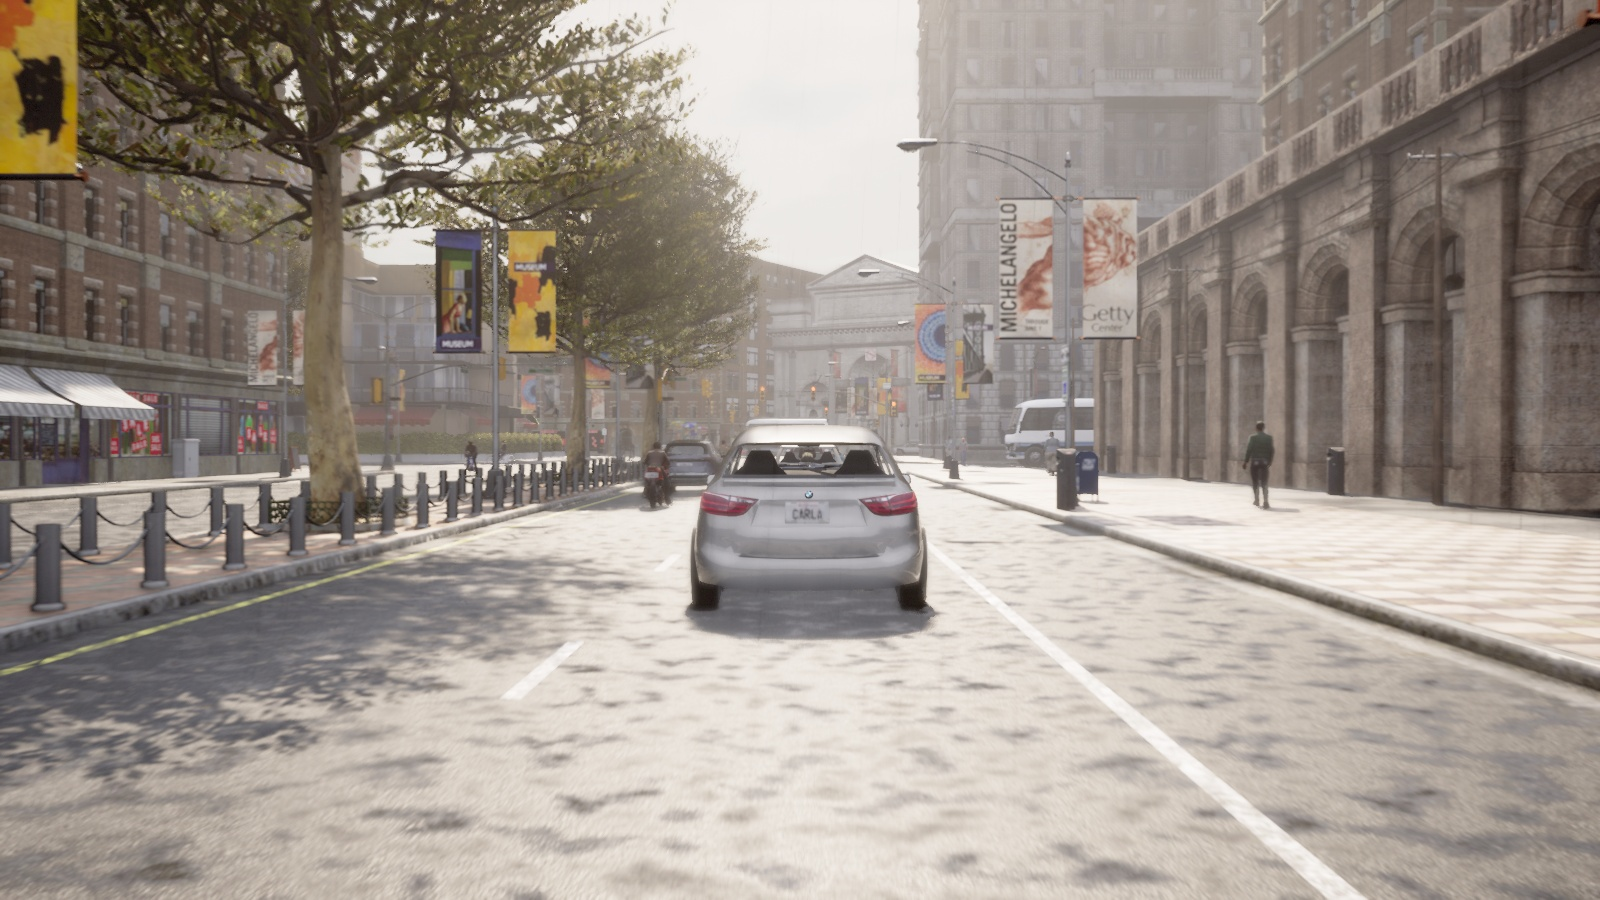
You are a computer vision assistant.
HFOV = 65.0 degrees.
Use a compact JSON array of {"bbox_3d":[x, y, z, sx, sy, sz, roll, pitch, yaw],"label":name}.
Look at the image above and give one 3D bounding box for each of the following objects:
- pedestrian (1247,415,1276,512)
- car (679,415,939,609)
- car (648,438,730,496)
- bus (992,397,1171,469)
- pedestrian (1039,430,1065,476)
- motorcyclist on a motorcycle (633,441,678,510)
[{"bbox_3d":[9.443,0.266,25.699,0.423,1.949,0.788,0,0,11],"label":"pedestrian"},{"bbox_3d":[0.090,0.517,13.106,2.242,1.667,4.611,0,0,0],"label":"car"},{"bbox_3d":[-3.269,0.460,37.927,2.033,1.649,4.856,0,0,0],"label":"car"},{"bbox_3d":[17.410,-1.058,78.320,10.273,4.253,3.944,-1,0,0],"label":"bus"},{"bbox_3d":[10.315,0.121,51.486,0.874,1.855,0.900,0,0,0],"label":"pedestrian"},{"bbox_3d":[-3.320,0.563,28.991,0.797,1.523,2.044,0,1,0],"label":"motorcyclist on a motorcycle"}]
